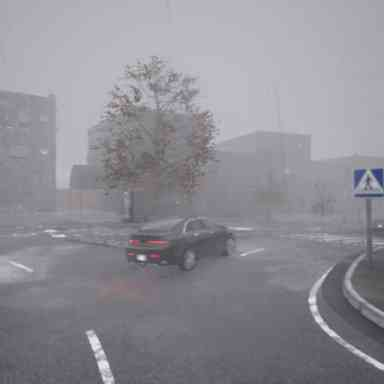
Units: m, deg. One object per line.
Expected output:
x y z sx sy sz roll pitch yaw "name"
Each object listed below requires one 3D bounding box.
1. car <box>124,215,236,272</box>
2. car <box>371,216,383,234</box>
-0.154 1.533 11.074 1.837 1.490 4.892 -2 -1 30 "car"
15.720 2.631 26.138 4.181 1.385 1.994 4 -3 -36 "car"
